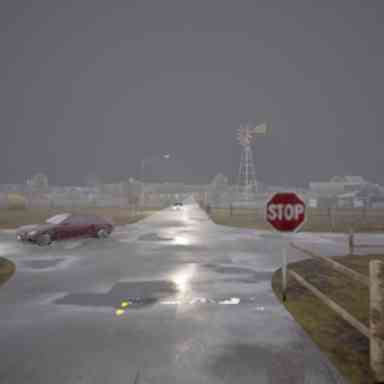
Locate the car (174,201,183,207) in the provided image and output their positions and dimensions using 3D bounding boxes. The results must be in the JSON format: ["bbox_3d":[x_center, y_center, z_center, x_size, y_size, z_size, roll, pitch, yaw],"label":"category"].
[{"bbox_3d":[-2.917,2.530,71.097,1.895,1.301,4.718,0,-1,0],"label":"car"}]

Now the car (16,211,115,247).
[{"bbox_3d":[-6.012,1.719,16.328,1.812,1.442,4.674,3,3,44],"label":"car"}]
